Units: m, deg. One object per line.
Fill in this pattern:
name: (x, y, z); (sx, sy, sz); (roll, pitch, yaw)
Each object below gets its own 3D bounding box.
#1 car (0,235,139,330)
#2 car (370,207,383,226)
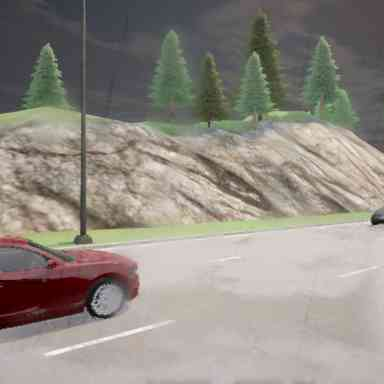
car: (-3.330, 1.477, 5.673); (5.008, 1.535, 1.882); (0, 0, -36)
car: (13.772, 1.563, 22.210); (4.181, 1.385, 1.994); (0, 0, -36)
